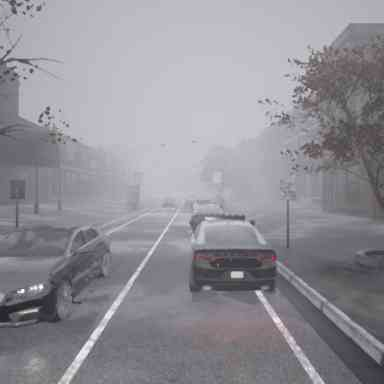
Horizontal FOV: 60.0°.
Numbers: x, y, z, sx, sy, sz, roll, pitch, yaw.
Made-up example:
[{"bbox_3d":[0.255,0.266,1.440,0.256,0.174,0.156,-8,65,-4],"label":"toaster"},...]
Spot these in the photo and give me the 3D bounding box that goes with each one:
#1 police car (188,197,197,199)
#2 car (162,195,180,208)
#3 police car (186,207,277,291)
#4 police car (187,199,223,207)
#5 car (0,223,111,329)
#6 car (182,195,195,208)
[{"bbox_3d":[0.838,1.419,25.117,1.930,1.638,5.238,0,0,0],"label":"police car"},{"bbox_3d":[-3.216,1.509,47.295,2.033,1.411,5.357,0,0,0],"label":"car"},{"bbox_3d":[0.879,1.423,9.116,1.930,1.638,5.238,0,0,0],"label":"police car"},{"bbox_3d":[0.853,1.421,19.116,1.930,1.638,5.238,0,0,0],"label":"police car"},{"bbox_3d":[-3.116,1.490,7.256,2.128,1.511,4.902,0,0,0],"label":"car"},{"bbox_3d":[-0.101,1.491,46.698,1.812,1.442,4.674,0,0,0],"label":"car"}]
